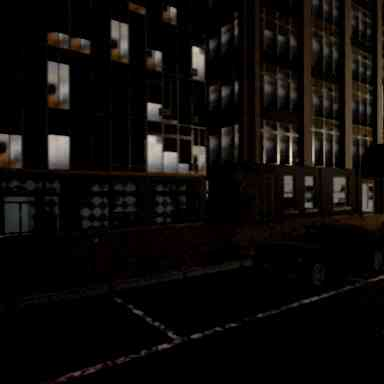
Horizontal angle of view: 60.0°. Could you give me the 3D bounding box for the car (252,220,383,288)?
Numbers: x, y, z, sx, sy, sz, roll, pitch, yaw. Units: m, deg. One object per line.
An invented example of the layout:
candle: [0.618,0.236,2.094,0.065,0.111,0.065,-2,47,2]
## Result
car: [3.607,1.504,9.134,4.507,1.381,1.887,0,0,-36]
